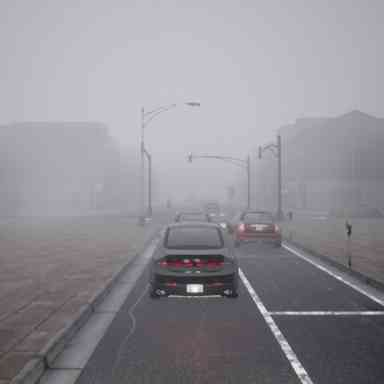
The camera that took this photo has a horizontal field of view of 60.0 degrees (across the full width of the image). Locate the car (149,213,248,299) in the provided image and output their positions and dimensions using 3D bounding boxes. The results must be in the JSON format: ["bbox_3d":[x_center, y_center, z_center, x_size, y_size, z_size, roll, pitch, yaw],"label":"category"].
[{"bbox_3d":[0.017,1.512,8.484,1.837,1.490,4.892,0,0,-1],"label":"car"}]

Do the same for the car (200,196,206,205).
[{"bbox_3d":[2.529,1.704,47.064,1.947,1.339,4.313,1,0,0],"label":"car"}]

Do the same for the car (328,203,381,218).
[{"bbox_3d":[14.485,1.630,29.740,4.181,1.385,1.994,0,-2,0],"label":"car"}]

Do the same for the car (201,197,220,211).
[{"bbox_3d":[2.544,1.672,41.627,1.947,1.339,4.313,1,0,0],"label":"car"}]

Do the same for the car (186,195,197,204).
[{"bbox_3d":[-0.178,1.568,72.172,2.150,2.045,5.566,0,-1,0],"label":"car"}]

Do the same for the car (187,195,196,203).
[{"bbox_3d":[-0.220,1.674,82.581,2.150,2.045,5.566,0,-1,0],"label":"car"}]

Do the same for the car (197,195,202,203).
[{"bbox_3d":[2.485,1.828,63.376,1.947,1.339,4.313,1,-1,0],"label":"car"}]

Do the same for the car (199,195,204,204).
[{"bbox_3d":[2.515,1.701,52.671,1.752,1.417,4.829,1,0,0],"label":"car"}]

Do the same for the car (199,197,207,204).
[{"bbox_3d":[2.456,1.890,74.421,1.752,1.417,4.829,1,-1,0],"label":"car"}]

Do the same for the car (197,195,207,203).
[{"bbox_3d":[2.446,1.733,79.691,2.192,1.841,5.009,1,-1,0],"label":"car"}]

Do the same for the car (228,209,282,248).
[{"bbox_3d":[2.621,1.457,14.881,1.967,1.590,4.097,2,0,0],"label":"car"}]

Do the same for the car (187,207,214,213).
[{"bbox_3d":[0.050,1.619,15.959,1.895,1.301,4.718,0,0,0],"label":"car"}]
